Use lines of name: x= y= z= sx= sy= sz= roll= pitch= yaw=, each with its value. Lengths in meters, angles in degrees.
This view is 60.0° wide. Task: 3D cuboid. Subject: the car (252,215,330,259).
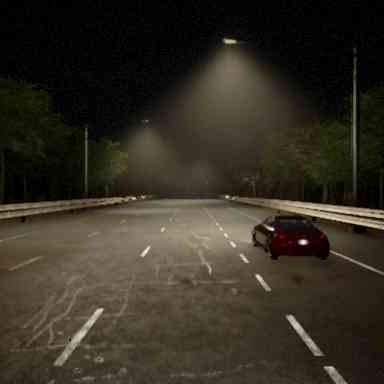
car: x=3.523 y=1.564 z=12.559 sx=1.994 sy=1.385 sz=4.181 roll=0 pitch=0 yaw=0
